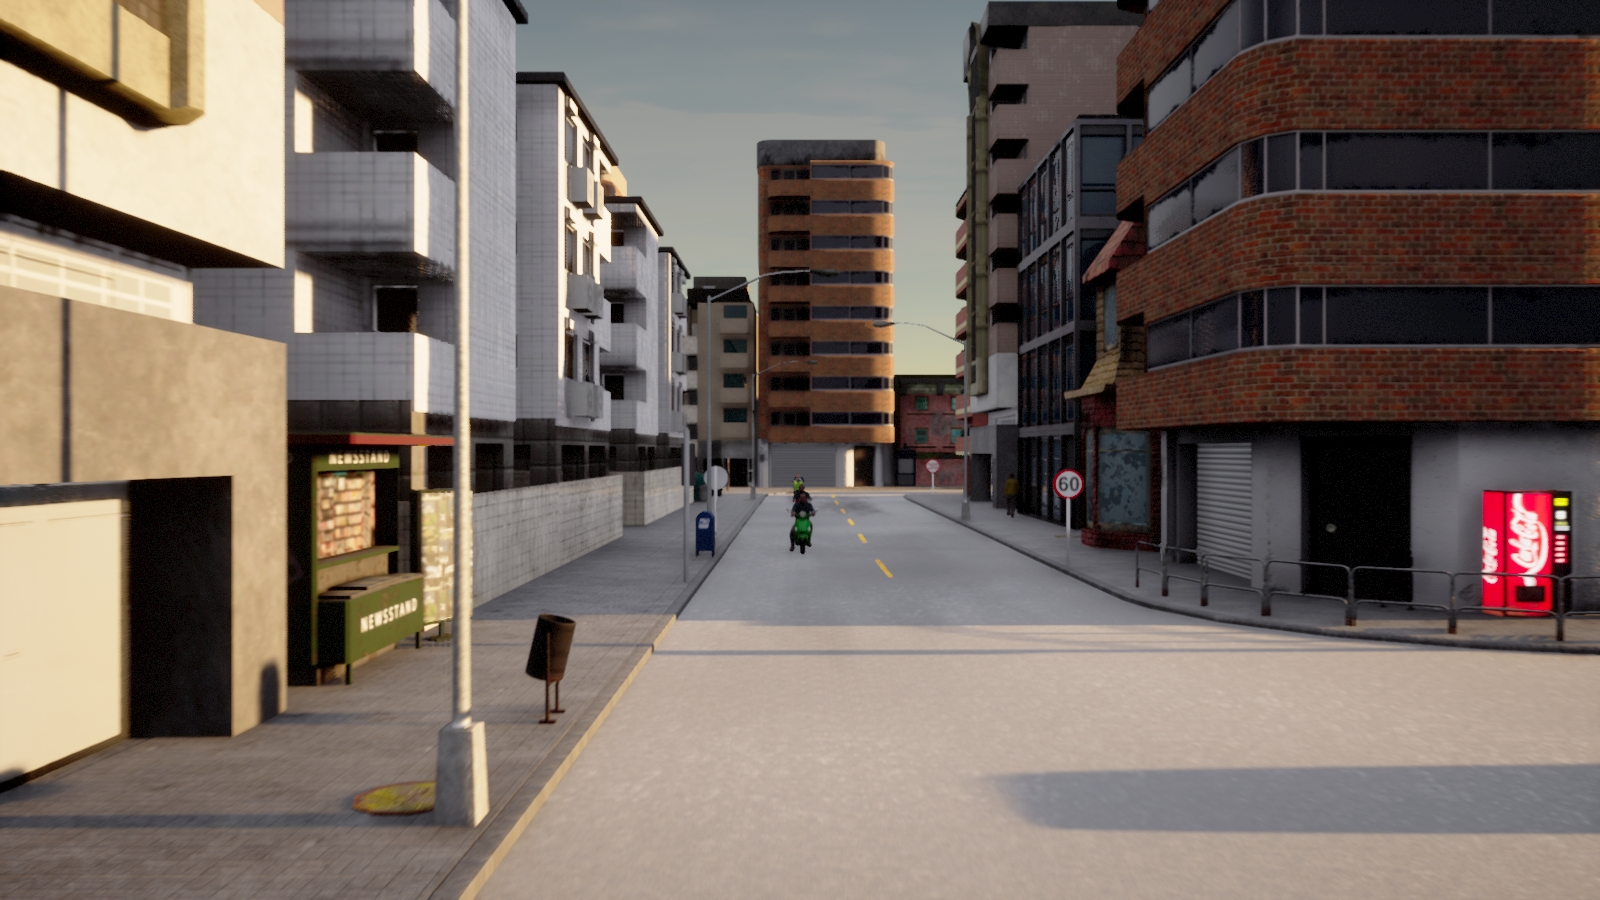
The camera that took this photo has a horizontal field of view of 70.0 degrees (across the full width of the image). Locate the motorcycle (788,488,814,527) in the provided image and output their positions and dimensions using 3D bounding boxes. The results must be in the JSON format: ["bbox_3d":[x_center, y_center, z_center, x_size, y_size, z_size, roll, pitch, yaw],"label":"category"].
[{"bbox_3d":[0.044,1.962,39.421,0.856,1.236,1.805,0,0,0],"label":"motorcycle"}]

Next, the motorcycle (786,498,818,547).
[{"bbox_3d":[0.064,1.962,31.358,0.856,1.236,1.805,0,0,0],"label":"motorcycle"}]

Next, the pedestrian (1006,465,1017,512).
[{"bbox_3d":[8.332,1.523,45.102,0.375,1.860,0.375,0,0,2],"label":"pedestrian"}]

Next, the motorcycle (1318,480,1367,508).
[{"bbox_3d":[24.393,1.962,51.420,1.805,1.236,0.856,0,0,2],"label":"motorcycle"}]
